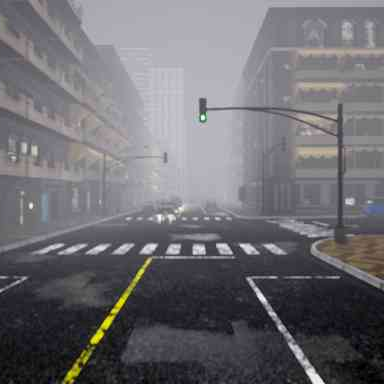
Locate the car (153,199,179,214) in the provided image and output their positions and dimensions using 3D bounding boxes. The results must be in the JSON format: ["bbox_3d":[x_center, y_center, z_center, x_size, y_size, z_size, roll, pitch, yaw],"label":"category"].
[{"bbox_3d":[-2.997,1.870,39.734,2.033,1.411,5.357,0,0,0],"label":"car"}]

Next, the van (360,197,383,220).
[{"bbox_3d":[15.708,1.248,26.593,3.998,1.788,1.690,-1,1,-1],"label":"van"}]

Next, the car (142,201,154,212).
[{"bbox_3d":[-5.584,1.914,44.549,2.008,1.369,4.403,0,0,0],"label":"car"}]

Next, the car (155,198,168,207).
[{"bbox_3d":[-5.542,1.947,61.133,1.967,1.590,4.097,-1,0,0],"label":"car"}]

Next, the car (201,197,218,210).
[{"bbox_3d":[2.809,1.852,50.051,1.967,1.590,4.097,-1,0,0],"label":"car"}]

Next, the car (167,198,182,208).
[{"bbox_3d":[-2.969,1.972,49.618,1.994,1.385,4.181,0,0,0],"label":"car"}]

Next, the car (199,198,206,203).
[{"bbox_3d":[2.926,2.351,94.271,1.887,1.381,4.507,-1,-1,0],"label":"car"}]

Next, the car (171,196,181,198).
[{"bbox_3d":[-2.914,1.721,60.192,2.150,2.045,5.566,0,-1,1],"label":"car"}]

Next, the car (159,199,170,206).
[{"bbox_3d":[-5.527,2.138,66.660,1.802,1.307,4.206,-1,-1,0],"label":"car"}]

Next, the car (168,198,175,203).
[{"bbox_3d":[-5.468,2.337,88.770,1.802,1.307,4.206,-1,-1,0],"label":"car"}]

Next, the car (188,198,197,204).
[{"bbox_3d":[0.204,2.144,78.982,1.882,1.535,5.008,0,-1,0],"label":"car"}]

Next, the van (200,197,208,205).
[{"bbox_3d":[2.881,1.996,77.689,1.690,1.788,3.998,-1,-1,0],"label":"van"}]

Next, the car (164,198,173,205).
[{"bbox_3d":[-5.498,2.178,77.545,1.752,1.417,4.829,-1,-1,0],"label":"car"}]

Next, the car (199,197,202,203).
[{"bbox_3d":[2.854,2.107,66.632,2.008,1.369,4.403,-1,-1,0],"label":"car"}]
